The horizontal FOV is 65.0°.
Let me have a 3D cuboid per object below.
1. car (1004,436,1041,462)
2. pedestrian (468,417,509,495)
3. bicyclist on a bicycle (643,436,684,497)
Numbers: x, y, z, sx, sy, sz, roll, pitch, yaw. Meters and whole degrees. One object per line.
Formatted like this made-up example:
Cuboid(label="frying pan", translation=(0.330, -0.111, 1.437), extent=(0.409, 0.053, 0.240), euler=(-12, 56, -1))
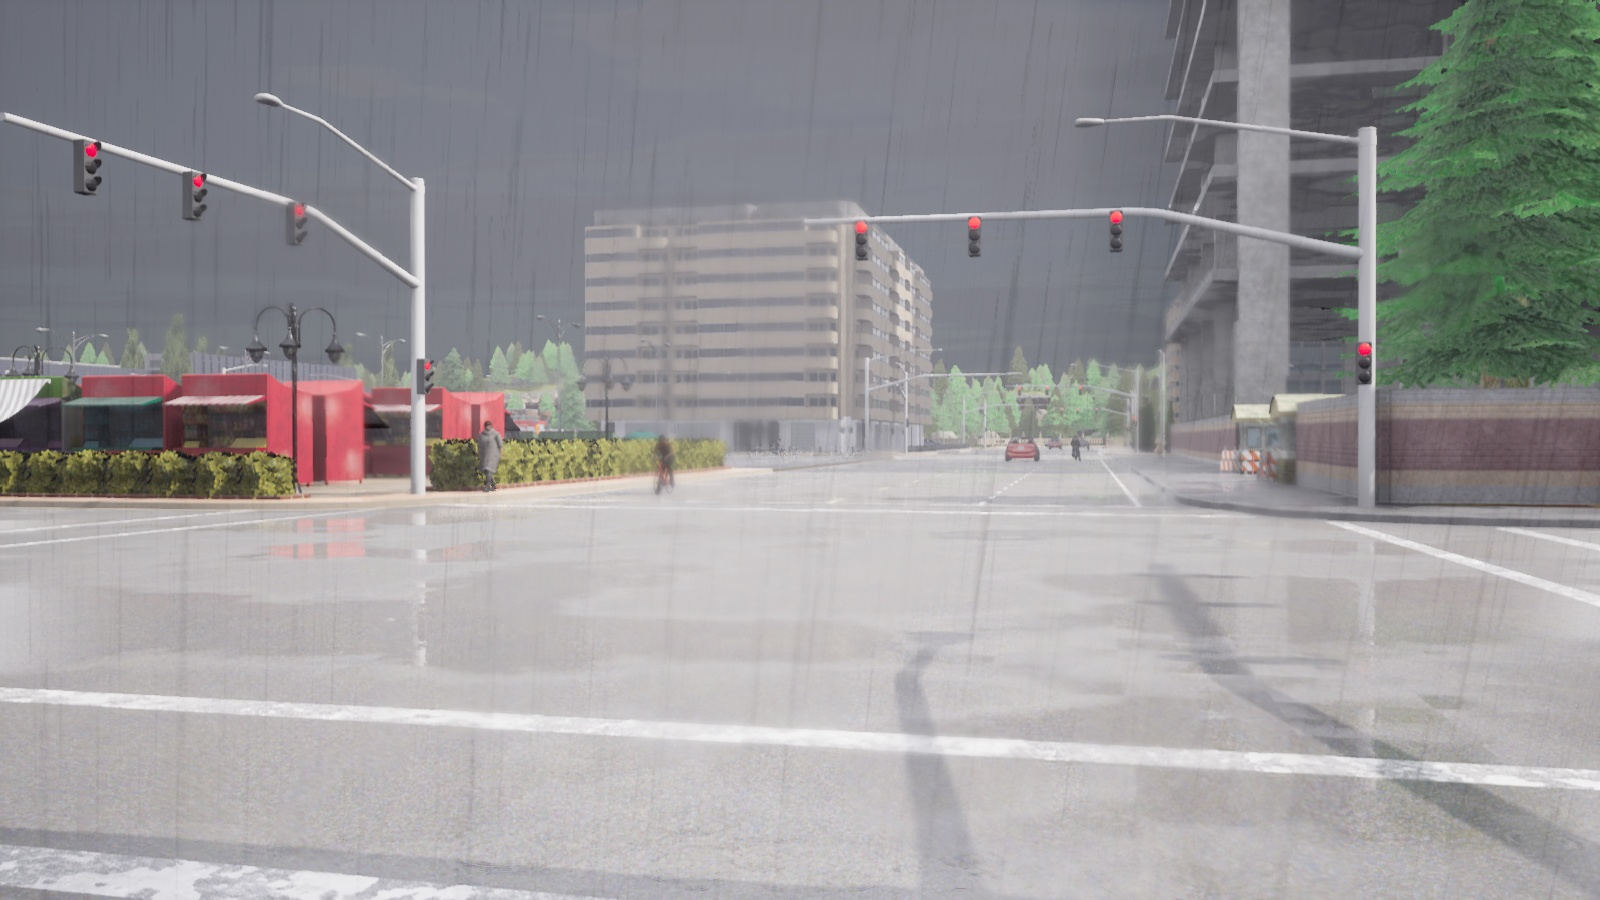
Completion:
Cuboid(label="car", translation=(15.074, -0.095, 84.987), extent=(2.242, 1.667, 4.611), euler=(0, 0, 12))
Cuboid(label="pedestrian", translation=(-7.924, 0.136, 31.951), extent=(0.659, 1.952, 0.873), euler=(0, 0, 17))
Cuboid(label="bicyclist on a bicycle", translation=(-3.670, 0.421, 33.888), extent=(0.582, 1.620, 1.656), euler=(0, 1, 13))
